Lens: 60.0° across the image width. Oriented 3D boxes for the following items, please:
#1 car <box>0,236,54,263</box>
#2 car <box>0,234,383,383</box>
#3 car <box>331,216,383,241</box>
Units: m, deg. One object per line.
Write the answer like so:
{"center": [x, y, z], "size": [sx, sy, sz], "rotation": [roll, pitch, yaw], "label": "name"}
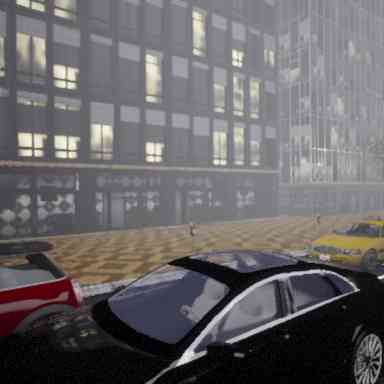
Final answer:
{"center": [-3.502, 1.444, 4.071], "size": [4.097, 1.590, 1.967], "rotation": [0, 0, -36], "label": "car"}
{"center": [0.294, 1.480, 3.587], "size": [4.902, 1.511, 2.128], "rotation": [0, 0, -36], "label": "car"}
{"center": [5.614, 1.469, 10.574], "size": [4.829, 1.417, 1.752], "rotation": [0, 0, -36], "label": "car"}
